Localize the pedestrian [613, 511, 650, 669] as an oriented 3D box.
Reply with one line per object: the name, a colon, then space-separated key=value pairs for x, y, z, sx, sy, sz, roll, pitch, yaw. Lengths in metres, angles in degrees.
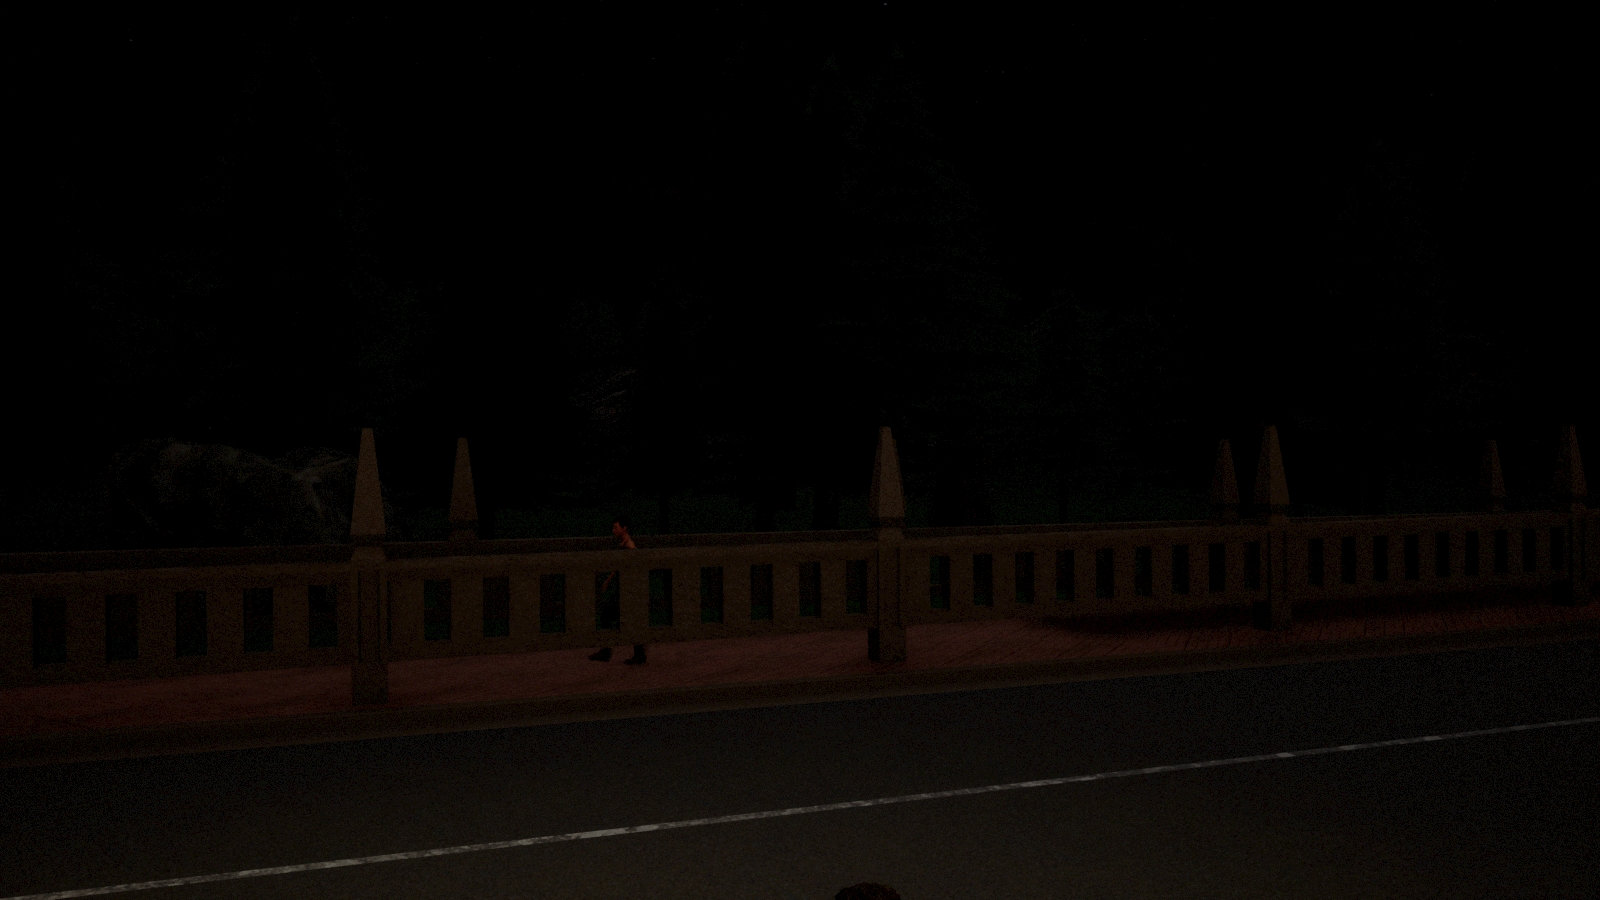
pedestrian: x=-2.063 y=1.694 z=13.952 sx=0.375 sy=1.860 sz=0.375 roll=0 pitch=0 yaw=-20
